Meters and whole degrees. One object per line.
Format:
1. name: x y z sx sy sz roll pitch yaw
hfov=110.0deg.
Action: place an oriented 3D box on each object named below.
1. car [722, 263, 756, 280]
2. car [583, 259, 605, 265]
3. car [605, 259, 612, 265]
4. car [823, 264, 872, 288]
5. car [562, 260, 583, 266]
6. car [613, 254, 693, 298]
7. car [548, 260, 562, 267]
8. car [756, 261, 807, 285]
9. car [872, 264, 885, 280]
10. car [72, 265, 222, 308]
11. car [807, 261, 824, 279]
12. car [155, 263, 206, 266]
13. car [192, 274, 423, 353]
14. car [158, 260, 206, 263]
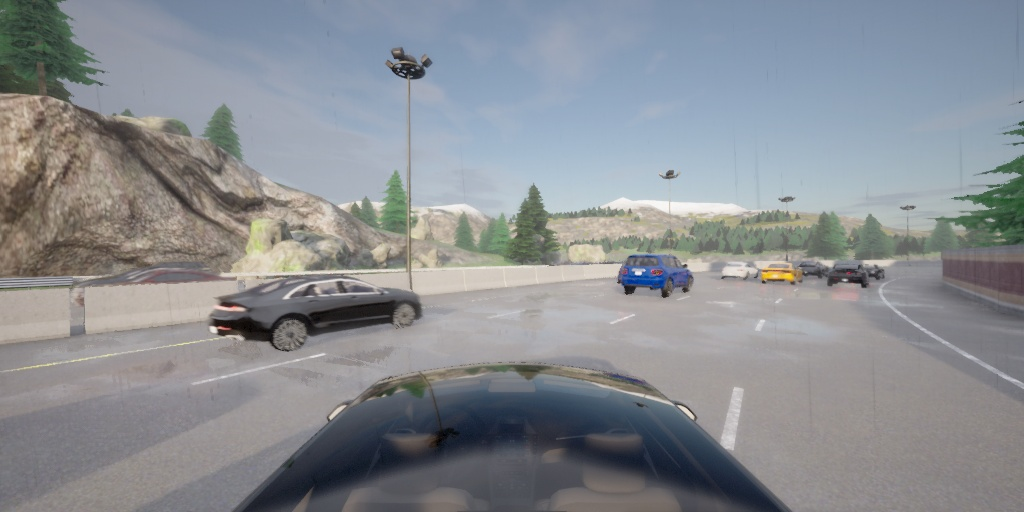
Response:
1. car: 19.562 1.276 30.764 4.674 1.442 1.812 0 0 -42
2. car: 12.186 1.190 47.764 4.902 1.511 2.128 0 0 -40
3. car: 14.414 1.081 45.065 4.902 1.511 2.128 0 0 -40
4. car: 22.524 1.255 23.984 4.892 1.490 1.837 0 0 -43
5. car: 9.958 1.350 50.464 5.357 1.411 2.033 0 0 -40
6. car: 7.769 0.963 18.980 2.150 2.045 5.566 0 -1 42
7. car: 7.730 1.304 53.163 5.357 1.411 2.033 0 0 -40
8. car: 19.800 1.228 26.226 5.008 1.535 1.882 0 0 -43
9. car: 30.482 1.351 30.787 4.718 1.301 1.895 0 0 -39
10. car: -13.853 1.276 14.290 1.812 1.442 4.674 0 0 35
11. car: 27.765 1.241 33.068 4.902 1.511 2.128 0 0 -39
12. car: -16.457 1.241 16.642 2.128 1.511 4.902 0 0 35
13. car: -4.492 1.240 9.041 2.128 1.511 4.902 0 0 35
14. car: -21.187 1.102 22.062 2.097 1.767 4.553 0 0 36
